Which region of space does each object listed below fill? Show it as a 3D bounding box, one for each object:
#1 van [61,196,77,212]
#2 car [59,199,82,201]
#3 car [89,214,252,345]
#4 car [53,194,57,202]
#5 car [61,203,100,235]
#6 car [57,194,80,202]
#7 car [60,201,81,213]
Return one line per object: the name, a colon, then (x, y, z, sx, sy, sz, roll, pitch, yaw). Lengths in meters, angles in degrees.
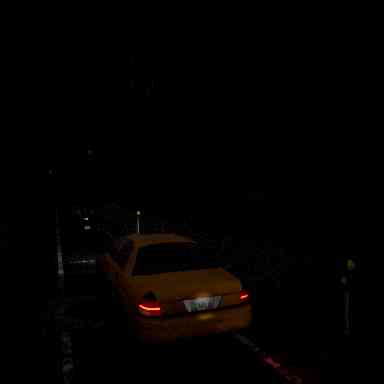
van: (-14.503, 1.343, 39.148, 1.690, 1.788, 3.998, 0, 0, -22)
car: (-10.292, 1.567, 28.935, 1.947, 1.339, 4.313, 0, 0, -22)
car: (-0.837, 1.457, 6.770, 1.801, 1.575, 5.366, 0, 0, -22)
car: (-31.499, 1.471, 79.615, 1.967, 1.590, 4.097, 0, 0, -24)
car: (-6.080, 1.552, 18.722, 2.008, 1.369, 4.403, 0, 0, -22)
car: (-12.397, 1.317, 34.042, 2.192, 1.841, 5.009, 0, 0, -22)
car: (-8.186, 1.552, 23.828, 2.008, 1.369, 4.403, 0, 0, -22)
